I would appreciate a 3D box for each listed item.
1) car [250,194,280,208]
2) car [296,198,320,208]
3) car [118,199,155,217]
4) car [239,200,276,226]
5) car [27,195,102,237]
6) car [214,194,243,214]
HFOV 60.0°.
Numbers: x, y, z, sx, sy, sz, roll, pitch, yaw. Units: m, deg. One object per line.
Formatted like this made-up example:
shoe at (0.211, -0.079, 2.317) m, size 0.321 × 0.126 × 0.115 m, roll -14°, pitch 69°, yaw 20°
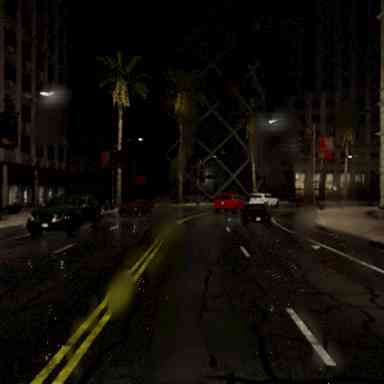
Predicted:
car at (10.088, 1.226, 45.907) m, size 2.150 × 2.045 × 5.566 m, roll 0°, pitch 0°, yaw 40°
car at (16.664, 1.595, 47.488) m, size 4.181 × 1.385 × 1.994 m, roll 1°, pitch 0°, yaw -42°
car at (-4.981, 1.420, 30.472) m, size 1.882 × 1.535 × 5.008 m, roll 0°, pitch 0°, yaw 14°
car at (4.435, 1.523, 23.254) m, size 1.812 × 1.442 × 4.674 m, roll 0°, pitch 0°, yaw 6°
car at (-6.608, 1.169, 18.005) m, size 2.150 × 2.045 × 5.566 m, roll 0°, pitch 0°, yaw 3°
car at (4.077, 1.204, 35.483) m, size 2.150 × 2.045 × 5.566 m, roll 0°, pitch 0°, yaw 23°
